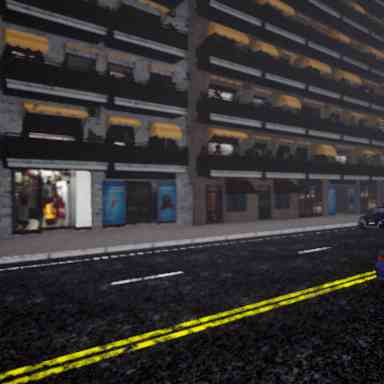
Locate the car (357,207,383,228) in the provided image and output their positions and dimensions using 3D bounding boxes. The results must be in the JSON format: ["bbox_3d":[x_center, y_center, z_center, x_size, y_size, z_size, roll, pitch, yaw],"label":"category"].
[{"bbox_3d":[11.892,1.600,20.163,4.181,1.385,1.994,0,0,-36],"label":"car"}]

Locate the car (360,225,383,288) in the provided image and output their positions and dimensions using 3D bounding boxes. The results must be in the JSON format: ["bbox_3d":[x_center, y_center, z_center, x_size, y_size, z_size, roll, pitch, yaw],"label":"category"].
[{"bbox_3d":[6.091,1.541,7.788,4.674,1.442,1.812,0,0,-35],"label":"car"}]
